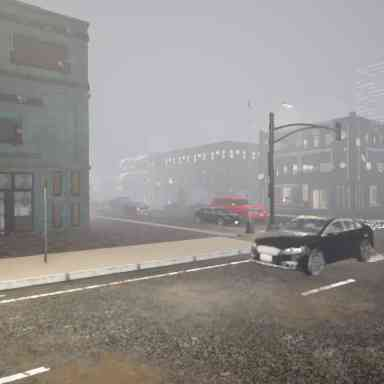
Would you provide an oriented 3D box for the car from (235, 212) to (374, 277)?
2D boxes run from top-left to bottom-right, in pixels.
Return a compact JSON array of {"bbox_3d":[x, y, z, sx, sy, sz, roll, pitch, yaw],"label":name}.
[{"bbox_3d":[3.903,1.490,10.409,4.902,1.511,2.128,0,0,-38],"label":"car"}]

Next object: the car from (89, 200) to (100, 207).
[{"bbox_3d":[-18.296,2.268,64.050,1.895,1.301,4.718,-1,0,-36],"label":"car"}]

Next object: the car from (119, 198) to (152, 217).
[{"bbox_3d":[-6.051,1.846,36.802,1.967,1.590,4.097,-1,0,-35],"label":"car"}]

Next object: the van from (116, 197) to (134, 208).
[{"bbox_3d":[-12.048,1.906,59.706,1.690,1.788,3.998,-1,0,-35],"label":"van"}]

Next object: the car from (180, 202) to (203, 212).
[{"bbox_3d":[0.782,1.903,41.659,1.802,1.307,4.206,-2,0,-35],"label":"car"}]

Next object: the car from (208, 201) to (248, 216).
[{"bbox_3d":[3.987,1.809,37.146,2.008,1.369,4.403,-2,0,-35],"label":"car"}]

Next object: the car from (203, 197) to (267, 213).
[{"bbox_3d":[3.688,1.450,27.578,2.150,2.045,5.566,-1,0,-35],"label":"car"}]

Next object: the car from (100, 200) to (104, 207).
[{"bbox_3d":[-15.255,1.939,64.218,2.192,1.841,5.009,-1,0,-35],"label":"car"}]

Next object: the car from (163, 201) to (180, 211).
[{"bbox_3d":[-2.424,1.965,46.170,1.802,1.307,4.206,-2,0,-35],"label":"car"}]

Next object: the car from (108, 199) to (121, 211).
[{"bbox_3d":[-9.439,2.087,46.094,1.895,1.301,4.718,-1,0,-35],"label":"car"}]

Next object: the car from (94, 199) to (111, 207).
[{"bbox_3d":[-18.456,2.227,68.730,1.887,1.381,4.507,-1,0,-35],"label":"car"}]

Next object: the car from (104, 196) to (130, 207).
[{"bbox_3d":[-12.082,1.774,55.297,2.150,2.045,5.566,-1,0,-35],"label":"car"}]

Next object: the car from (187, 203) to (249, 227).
[{"bbox_3d":[1.890,1.814,25.421,1.947,1.339,4.313,-2,0,-35],"label":"car"}]
